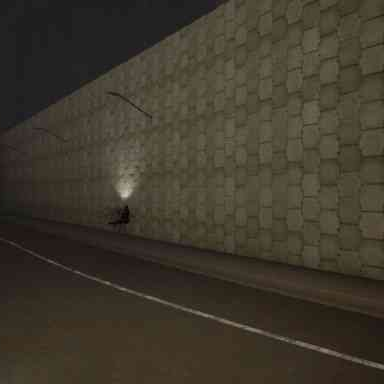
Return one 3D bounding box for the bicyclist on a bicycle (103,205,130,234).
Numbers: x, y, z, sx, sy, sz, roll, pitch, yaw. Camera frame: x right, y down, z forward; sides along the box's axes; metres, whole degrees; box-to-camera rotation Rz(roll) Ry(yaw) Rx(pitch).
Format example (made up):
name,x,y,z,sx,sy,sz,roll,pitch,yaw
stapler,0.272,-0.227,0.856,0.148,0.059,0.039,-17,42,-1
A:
name,x,y,z,sx,sy,sz,roll,pitch,yaw
bicyclist on a bicycle,-3.580,1.264,16.461,1.620,1.656,0.582,-38,-2,25
